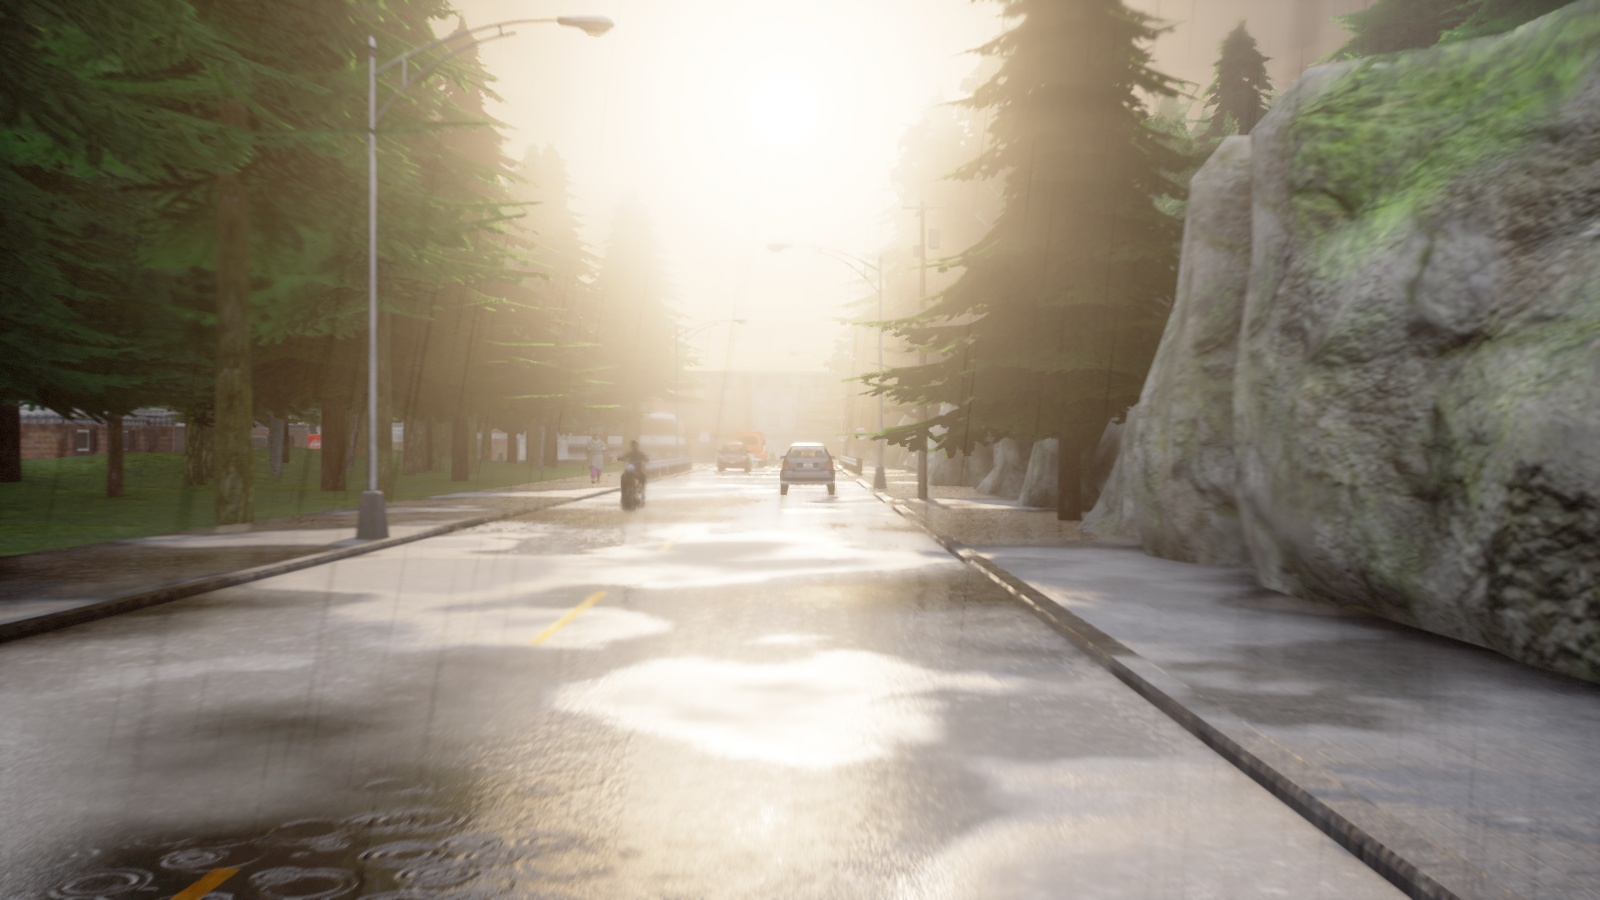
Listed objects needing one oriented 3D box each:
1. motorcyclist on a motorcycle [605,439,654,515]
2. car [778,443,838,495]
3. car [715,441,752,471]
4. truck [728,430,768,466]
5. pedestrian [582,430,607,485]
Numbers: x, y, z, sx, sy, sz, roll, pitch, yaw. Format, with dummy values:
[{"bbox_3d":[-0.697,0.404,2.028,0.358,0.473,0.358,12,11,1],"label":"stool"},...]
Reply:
[{"bbox_3d":[-3.823,0.572,28.364,0.766,1.649,2.350,0,0,0],"label":"motorcyclist on a motorcycle"},{"bbox_3d":[0.239,0.555,39.193,1.789,1.549,3.705,0,0,0],"label":"car"},{"bbox_3d":[-3.650,0.343,69.912,1.851,1.617,3.988,0,0,0],"label":"car"},{"bbox_3d":[-3.619,-0.123,88.620,2.627,2.467,5.204,0,0,0],"label":"truck"},{"bbox_3d":[-7.301,0.259,44.637,0.659,1.952,0.873,0,0,5],"label":"pedestrian"}]
